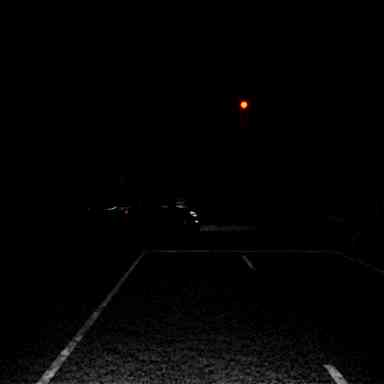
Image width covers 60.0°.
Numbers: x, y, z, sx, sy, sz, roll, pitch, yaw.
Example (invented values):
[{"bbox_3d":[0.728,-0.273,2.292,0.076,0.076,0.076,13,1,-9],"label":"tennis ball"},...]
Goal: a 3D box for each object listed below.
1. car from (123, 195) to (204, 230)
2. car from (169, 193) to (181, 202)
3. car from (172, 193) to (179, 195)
[{"bbox_3d":[-1.759,1.262,20.164,4.553,1.767,2.097,0,0,3],"label":"car"},{"bbox_3d":[-3.434,1.073,67.220,2.097,1.767,4.553,0,0,0],"label":"car"},{"bbox_3d":[-3.522,1.289,51.552,1.837,1.490,4.892,0,1,0],"label":"car"}]
